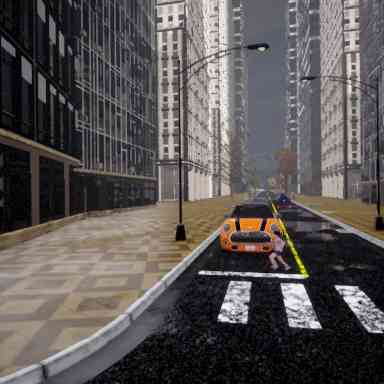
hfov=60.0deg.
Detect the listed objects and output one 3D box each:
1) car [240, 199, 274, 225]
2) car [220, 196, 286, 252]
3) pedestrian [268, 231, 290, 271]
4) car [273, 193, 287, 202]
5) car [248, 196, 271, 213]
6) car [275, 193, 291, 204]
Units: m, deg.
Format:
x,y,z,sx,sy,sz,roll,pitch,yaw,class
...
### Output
x,y,z,sx,sy,sz,roll,pitch,yaw,class
4.561,1.283,22.955,2.033,1.411,5.357,-1,1,13,car
2.371,1.206,13.006,2.097,1.767,4.553,-1,1,12,car
2.369,1.564,9.033,0.500,1.100,0.500,0,0,12,pedestrian
14.863,0.846,56.192,2.033,1.411,5.357,-1,1,12,car
6.841,1.159,33.338,2.033,1.411,5.357,-1,1,13,car
12.742,0.940,46.531,1.812,1.442,4.674,-1,1,12,car
